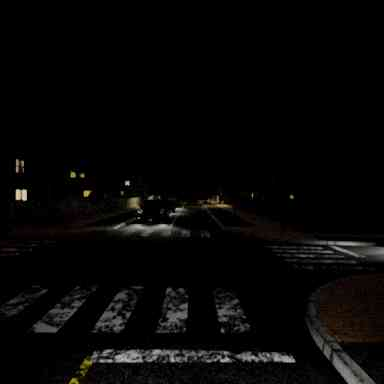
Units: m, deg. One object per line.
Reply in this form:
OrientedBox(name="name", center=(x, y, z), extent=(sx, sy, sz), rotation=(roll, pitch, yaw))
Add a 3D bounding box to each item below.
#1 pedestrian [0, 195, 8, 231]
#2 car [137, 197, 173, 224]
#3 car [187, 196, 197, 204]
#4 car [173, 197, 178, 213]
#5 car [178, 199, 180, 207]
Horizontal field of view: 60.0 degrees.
OrientedBox(name="pedestrian", center=(-9.639, 1.030, 16.778), extent=(0.375, 1.860, 0.375), rotation=(0, -2, 0))
OrientedBox(name="car", center=(-2.865, 1.374, 25.215), extent=(2.097, 1.767, 4.553), rotation=(0, 0, 0))
OrientedBox(name="car", center=(-0.042, 1.653, 65.819), extent=(1.837, 1.490, 4.892), rotation=(0, 0, 0))
OrientedBox(name="car", center=(-2.874, 1.574, 37.740), extent=(1.812, 1.442, 4.674), rotation=(0, 0, 0))
OrientedBox(name="car", center=(-2.851, 1.583, 51.596), extent=(2.128, 1.511, 4.902), rotation=(0, 0, 0))
